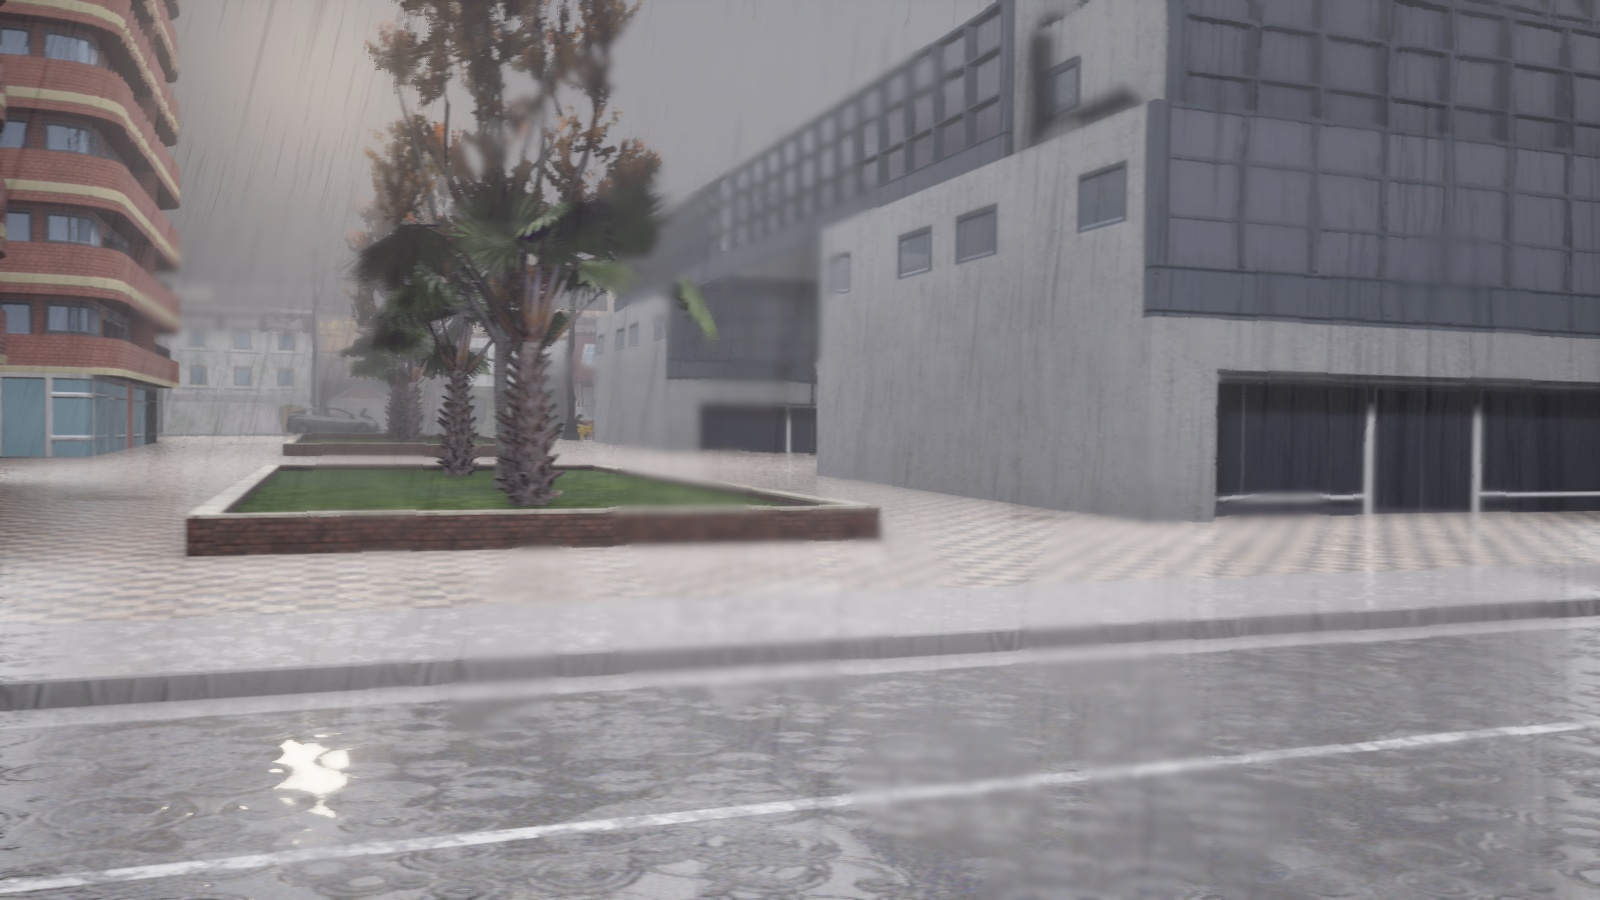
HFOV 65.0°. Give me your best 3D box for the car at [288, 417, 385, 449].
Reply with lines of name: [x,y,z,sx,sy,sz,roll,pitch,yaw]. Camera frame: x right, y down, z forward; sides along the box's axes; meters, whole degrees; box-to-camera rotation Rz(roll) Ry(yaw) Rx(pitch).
car: [-23.282,-0.860,63.133,4.514,1.525,2.007,-1,1,-21]

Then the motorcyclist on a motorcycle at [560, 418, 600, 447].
motorcyclist on a motorcycle: [-11.812,-0.938,67.441,2.044,1.523,0.797,0,1,-21]
